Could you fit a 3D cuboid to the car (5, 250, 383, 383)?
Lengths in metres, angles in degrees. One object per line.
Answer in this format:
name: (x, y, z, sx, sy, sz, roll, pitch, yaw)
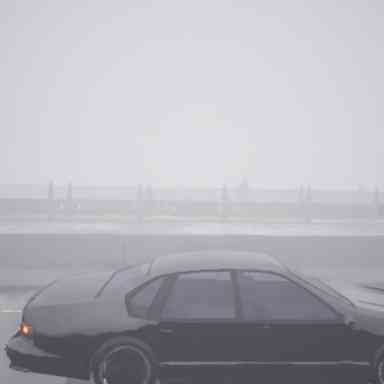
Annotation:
car: (0.601, 1.546, 4.414, 5.357, 1.411, 2.033, 1, 0, -2)
